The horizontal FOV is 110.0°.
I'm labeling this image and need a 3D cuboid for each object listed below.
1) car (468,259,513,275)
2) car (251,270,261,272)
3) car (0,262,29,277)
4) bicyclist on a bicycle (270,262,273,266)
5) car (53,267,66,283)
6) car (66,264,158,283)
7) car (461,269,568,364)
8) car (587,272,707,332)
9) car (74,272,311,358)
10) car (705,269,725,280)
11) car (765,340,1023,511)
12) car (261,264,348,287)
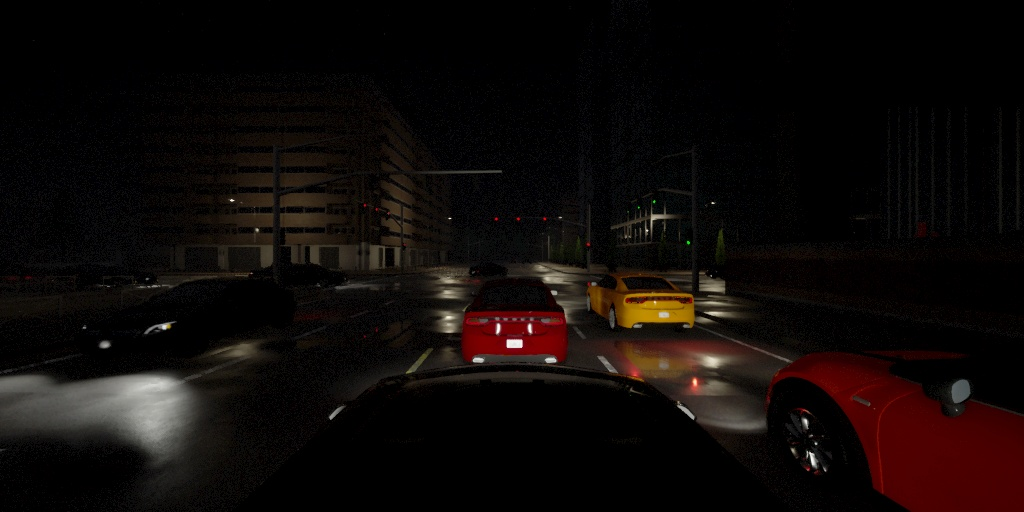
[{"bbox_3d":[-2.238,1.301,34.224,1.812,1.442,4.674,1,0,34],"label":"car"},{"bbox_3d":[-17.125,1.353,27.640,5.357,1.411,2.033,0,0,0],"label":"car"},{"bbox_3d":[-50.339,1.297,34.913,4.902,1.511,2.128,0,0,1],"label":"car"},{"bbox_3d":[-25.527,1.106,38.644,0.582,1.620,1.656,0,0,0],"label":"bicyclist on a bicycle"},{"bbox_3d":[-32.422,1.331,27.692,4.674,1.442,1.812,0,0,0],"label":"car"},{"bbox_3d":[-26.569,1.369,24.167,4.181,1.385,1.994,0,0,0],"label":"car"},{"bbox_3d":[0.061,1.228,8.105,1.882,1.535,5.008,0,0,0],"label":"car"},{"bbox_3d":[3.580,1.228,10.879,1.882,1.535,5.008,0,0,0],"label":"car"},{"bbox_3d":[-7.117,1.276,8.593,1.812,1.442,4.674,0,0,0],"label":"car"},{"bbox_3d":[19.530,1.406,31.180,4.718,1.301,1.895,0,0,0],"label":"car"},{"bbox_3d":[3.600,1.102,1.733,2.097,1.767,4.553,0,0,0],"label":"car"},{"bbox_3d":[-13.628,1.305,24.113,4.892,1.490,1.837,0,0,0],"label":"car"}]
